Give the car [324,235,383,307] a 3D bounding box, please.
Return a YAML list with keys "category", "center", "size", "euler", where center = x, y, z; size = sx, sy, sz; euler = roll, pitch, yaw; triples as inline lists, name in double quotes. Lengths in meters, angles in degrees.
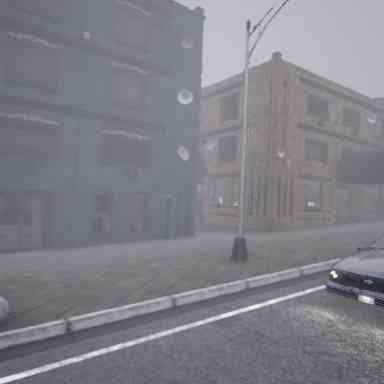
- category: "car"
  center: [5.250, 1.498, 7.430]
  size: [5.357, 1.411, 2.033]
  euler: [0, 0, -36]
